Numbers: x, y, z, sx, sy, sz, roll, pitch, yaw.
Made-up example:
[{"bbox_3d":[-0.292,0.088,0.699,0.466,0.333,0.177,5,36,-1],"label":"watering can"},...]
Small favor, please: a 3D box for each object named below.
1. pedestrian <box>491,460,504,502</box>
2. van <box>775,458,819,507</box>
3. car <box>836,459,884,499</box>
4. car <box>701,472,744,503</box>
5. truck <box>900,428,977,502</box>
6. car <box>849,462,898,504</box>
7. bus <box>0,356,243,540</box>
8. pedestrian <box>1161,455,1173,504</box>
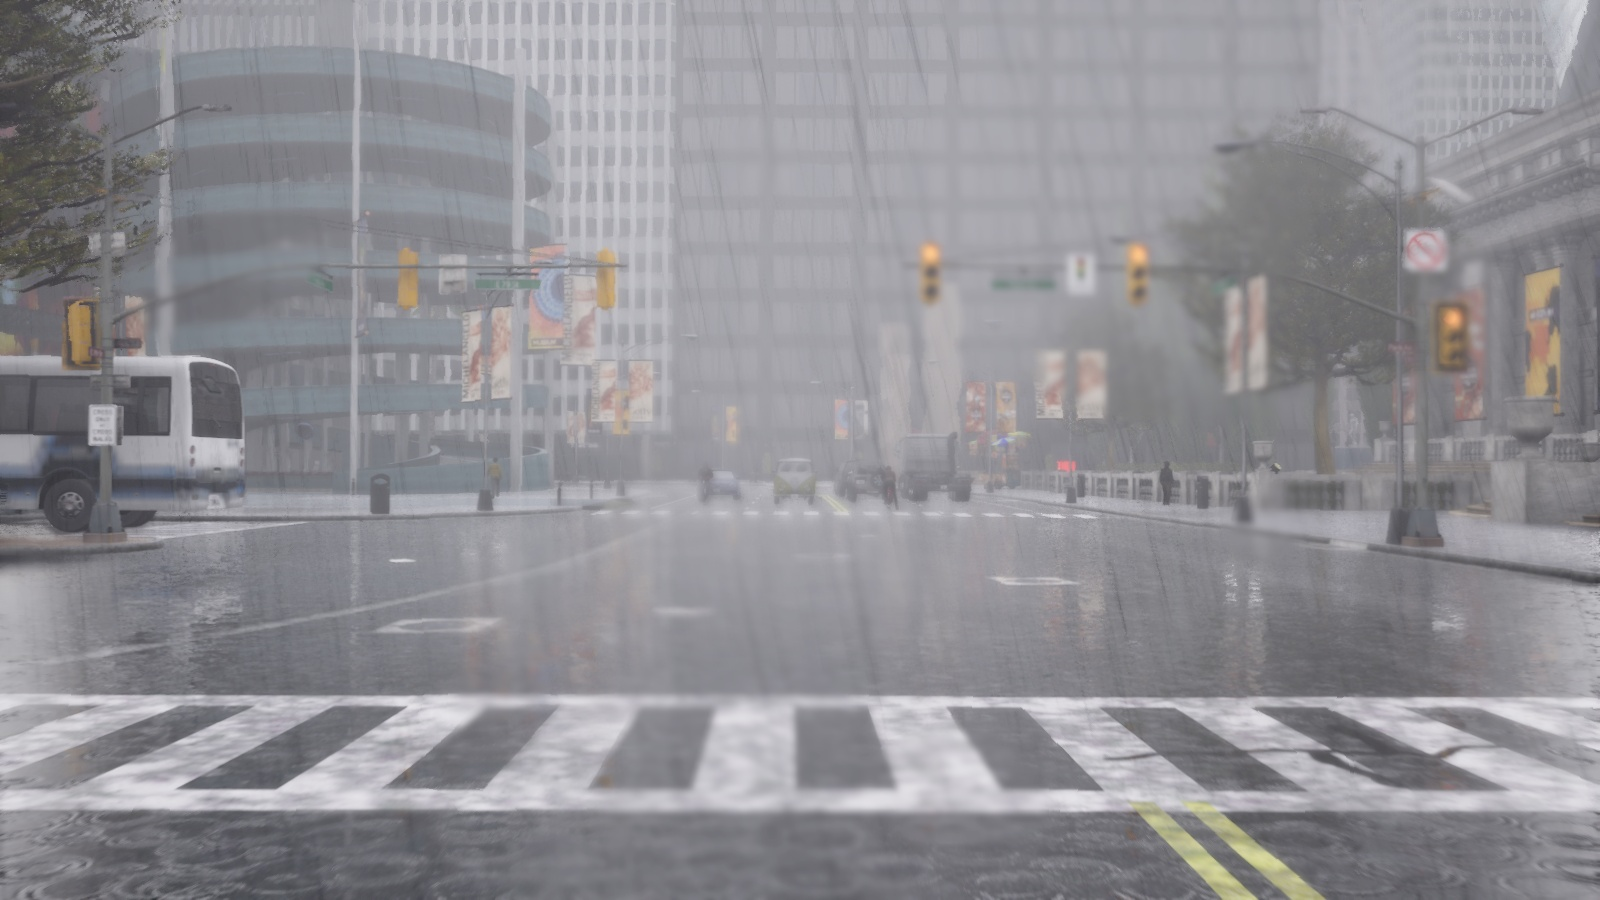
[{"bbox_3d":[-13.413,1.365,55.664,0.431,1.840,0.709,0,-1,-3],"label":"pedestrian"},{"bbox_3d":[-0.131,1.384,53.895,1.775,1.987,4.442,0,-1,0],"label":"van"},{"bbox_3d":[3.242,1.561,68.733,2.150,2.045,5.566,0,-1,-2],"label":"car"},{"bbox_3d":[-3.681,1.766,60.286,1.812,1.442,4.674,0,-1,-1],"label":"car"},{"bbox_3d":[6.806,0.758,62.806,2.891,3.462,7.936,0,-1,0],"label":"truck"},{"bbox_3d":[3.325,1.484,57.339,1.932,1.855,4.605,0,-1,0],"label":"car"},{"bbox_3d":[-19.779,-0.011,31.017,10.273,4.253,3.944,0,-1,0],"label":"bus"},{"bbox_3d":[14.581,1.166,49.903,0.395,1.930,0.692,0,-1,10],"label":"pedestrian"}]
